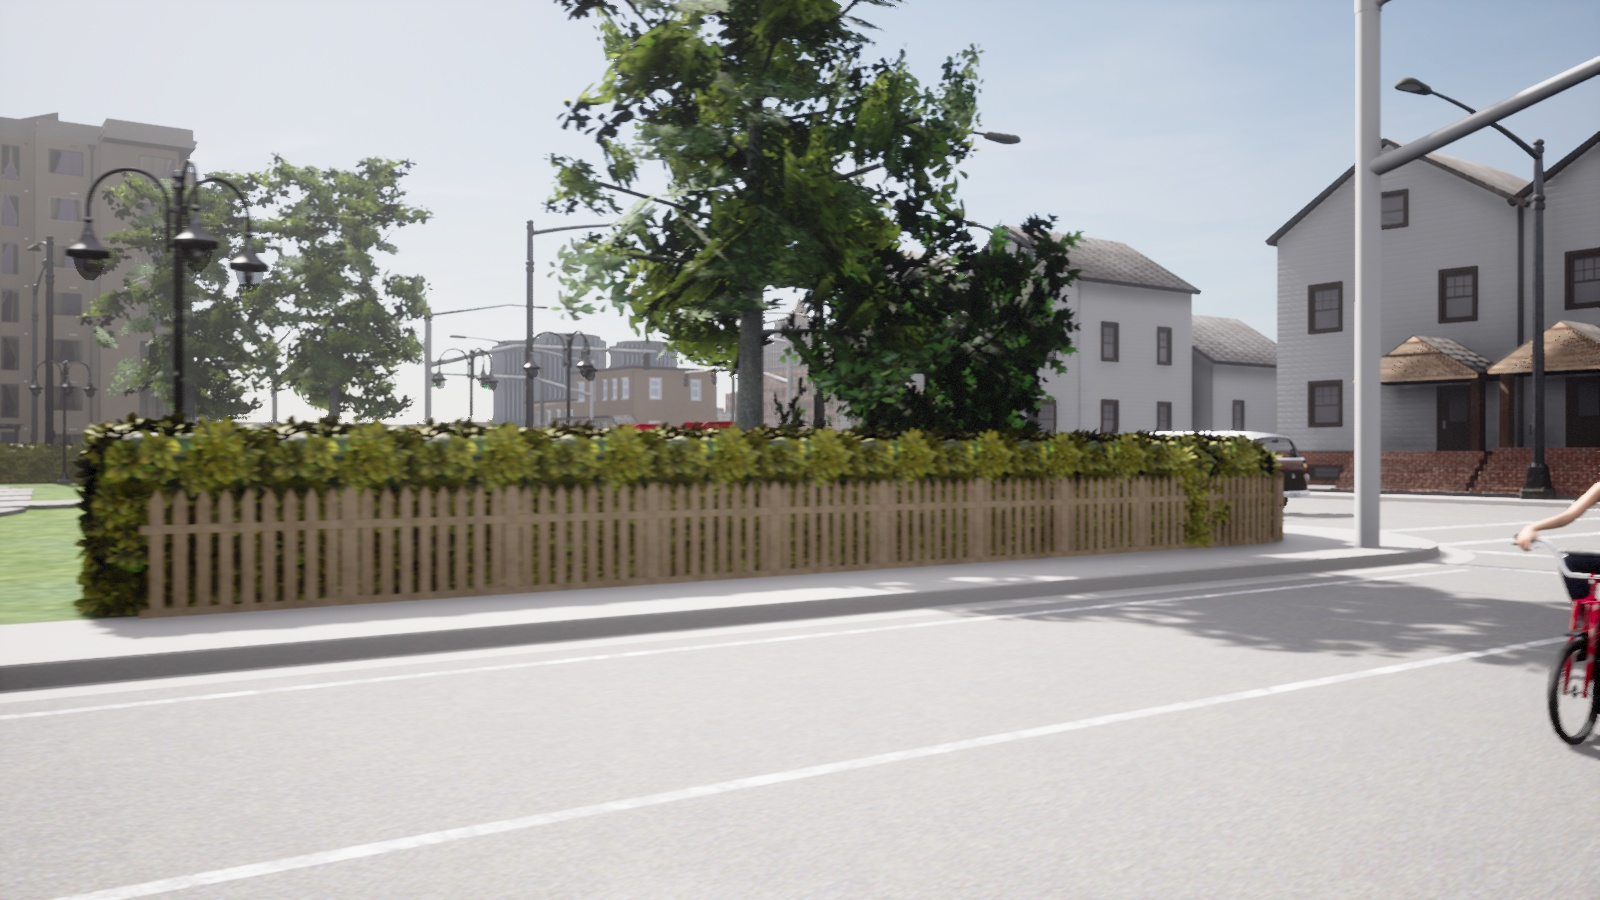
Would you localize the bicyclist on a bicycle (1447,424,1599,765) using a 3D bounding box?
[{"bbox_3d":[4.231,0.683,6.597,1.509,1.612,0.866,0,0,-35],"label":"bicyclist on a bicycle"}]

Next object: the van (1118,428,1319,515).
[{"bbox_3d":[10.512,0.497,31.845,2.069,2.038,4.480,0,0,-35],"label":"van"}]
